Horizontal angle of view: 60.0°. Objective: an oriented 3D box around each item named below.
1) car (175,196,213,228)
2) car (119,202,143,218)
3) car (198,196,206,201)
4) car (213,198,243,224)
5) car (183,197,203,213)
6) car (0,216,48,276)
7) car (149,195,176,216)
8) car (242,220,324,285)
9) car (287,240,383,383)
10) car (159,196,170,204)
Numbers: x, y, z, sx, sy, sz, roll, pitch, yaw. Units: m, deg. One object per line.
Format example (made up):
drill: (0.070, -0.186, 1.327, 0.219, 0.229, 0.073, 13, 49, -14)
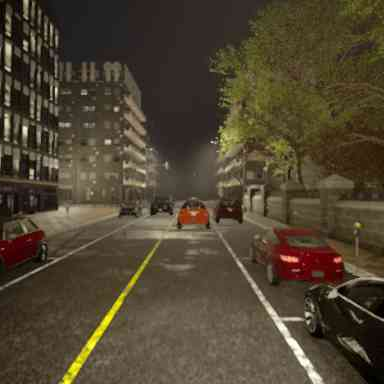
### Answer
car: (0.106, 1.406, 22.912, 2.097, 1.767, 4.553, 0, 0, 0)
car: (-5.675, 1.621, 31.125, 2.008, 1.369, 4.403, 1, 0, 0)
car: (2.718, 1.700, 91.694, 1.947, 1.339, 4.313, 1, 0, 0)
car: (2.707, 1.375, 25.641, 2.192, 1.841, 5.009, 1, 0, 0)
car: (0.099, 1.436, 38.364, 2.097, 1.767, 4.553, 0, 0, 0)
car: (-5.679, 1.464, 9.229, 1.967, 1.590, 4.097, 1, 0, 0)
car: (-2.993, 1.351, 33.995, 2.150, 2.045, 5.566, 0, 0, 0)
car: (2.700, 1.606, 9.204, 1.802, 1.307, 4.206, 1, 0, 0)
car: (2.700, 1.577, 3.727, 1.947, 1.339, 4.313, 1, 0, 0)
car: (-5.665, 1.560, 69.070, 1.967, 1.590, 4.097, 1, 0, 0)
